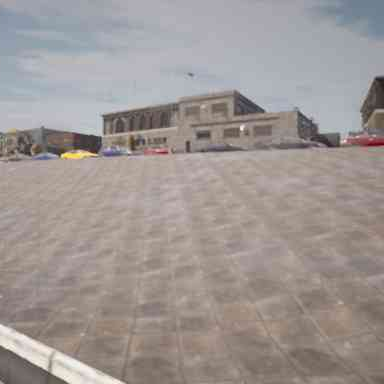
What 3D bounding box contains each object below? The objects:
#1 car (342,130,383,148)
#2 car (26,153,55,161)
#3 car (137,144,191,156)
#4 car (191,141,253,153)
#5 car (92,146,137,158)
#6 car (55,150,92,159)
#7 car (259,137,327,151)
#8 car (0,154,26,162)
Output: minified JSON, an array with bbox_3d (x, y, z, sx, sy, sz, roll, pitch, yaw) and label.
[{"bbox_3d":[12.619,-3.357,22.511,4.553,1.767,2.185,1,1,26],"label":"car"},{"bbox_3d":[-16.618,-3.821,38.561,4.674,1.452,2.002,1,1,33],"label":"car"},{"bbox_3d":[-2.158,-3.525,30.017,4.792,1.488,2.163,1,1,29],"label":"car"},{"bbox_3d":[2.706,-3.414,27.411,4.674,1.452,2.002,1,1,28],"label":"car"},{"bbox_3d":[-7.151,-3.784,32.817,4.553,1.767,2.185,1,1,31],"label":"car"},{"bbox_3d":[-11.906,-3.760,35.633,5.008,1.535,2.097,1,1,32],"label":"car"},{"bbox_3d":[7.538,-3.353,24.953,4.892,1.521,2.231,1,1,27],"label":"car"},{"bbox_3d":[-21.266,-3.957,41.589,4.892,1.521,2.231,1,1,34],"label":"car"}]
